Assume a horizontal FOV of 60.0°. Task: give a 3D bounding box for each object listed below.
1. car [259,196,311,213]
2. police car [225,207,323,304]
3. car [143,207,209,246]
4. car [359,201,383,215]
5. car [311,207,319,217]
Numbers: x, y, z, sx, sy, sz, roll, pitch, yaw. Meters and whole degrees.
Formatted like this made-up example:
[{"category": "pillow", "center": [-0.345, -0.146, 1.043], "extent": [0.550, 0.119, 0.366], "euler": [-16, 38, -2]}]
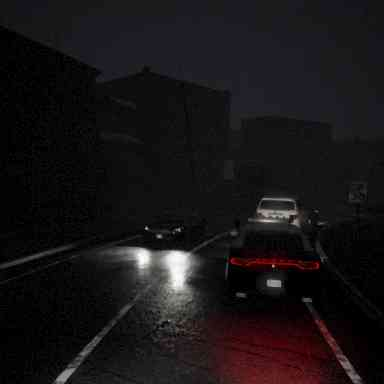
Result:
[{"category": "car", "center": [4.774, 1.254, 17.406], "extent": [2.150, 2.045, 5.566], "euler": [2, 0, 23]}, {"category": "police car", "center": [1.981, 1.426, 8.455], "extent": [1.930, 1.638, 5.238], "euler": [1, 0, 11]}, {"category": "car", "center": [-0.521, 1.437, 15.106], "extent": [1.812, 1.442, 4.674], "euler": [1, 1, 19]}, {"category": "car", "center": [21.289, 1.840, 39.009], "extent": [5.008, 1.535, 1.882], "euler": [2, 3, -33]}, {"category": "car", "center": [7.270, 1.576, 22.485], "extent": [1.837, 1.490, 4.892], "euler": [3, 1, 30]}]
